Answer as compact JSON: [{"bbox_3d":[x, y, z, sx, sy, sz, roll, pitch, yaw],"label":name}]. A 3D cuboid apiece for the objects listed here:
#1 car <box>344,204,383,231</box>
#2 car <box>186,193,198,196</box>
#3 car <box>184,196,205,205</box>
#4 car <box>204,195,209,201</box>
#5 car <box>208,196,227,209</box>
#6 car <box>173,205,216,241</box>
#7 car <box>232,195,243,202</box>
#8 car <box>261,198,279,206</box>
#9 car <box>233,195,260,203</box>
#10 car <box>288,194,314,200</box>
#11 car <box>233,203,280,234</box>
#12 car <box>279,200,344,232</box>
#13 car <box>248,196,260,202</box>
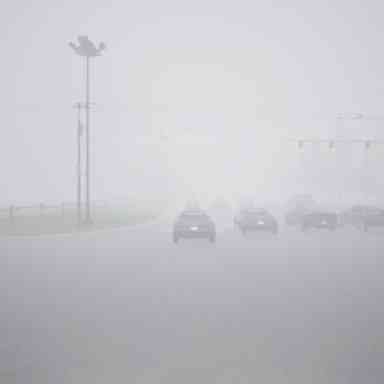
[{"bbox_3d":[10.598,1.508,20.397,1.837,1.490,4.892,0,0,0],"label":"car"},{"bbox_3d":[-0.008,1.236,71.682,2.150,2.045,5.566,0,0,0],"label":"car"},{"bbox_3d":[0.096,1.553,38.703,2.033,1.411,5.357,0,0,0],"label":"car"},{"bbox_3d":[3.492,1.536,76.685,2.128,1.511,4.902,0,0,0],"label":"car"},{"bbox_3d":[3.594,1.570,44.677,1.994,1.385,4.181,0,0,0],"label":"car"},{"bbox_3d":[0.100,1.567,16.605,1.994,1.385,4.181,0,0,0],"label":"car"},{"bbox_3d":[10.492,1.511,76.758,1.837,1.490,4.892,0,0,0],"label":"car"},{"bbox_3d":[10.581,1.532,45.205,1.812,1.442,4.674,0,0,0],"label":"car"},{"bbox_3d":[7.092,1.498,44.057,2.128,1.511,4.902,0,0,0],"label":"car"},{"bbox_3d":[14.094,1.228,43.379,2.150,2.045,5.566,0,0,0],"label":"car"},{"bbox_3d":[3.597,1.567,19.362,1.994,1.385,4.181,0,0,0],"label":"car"},{"bbox_3d":[7.098,1.481,20.333,1.882,1.535,5.008,0,0,0],"label":"car"},{"bbox_3d":[13.992,1.606,75.648,1.895,1.301,4.718,0,0,0],"label":"car"}]
